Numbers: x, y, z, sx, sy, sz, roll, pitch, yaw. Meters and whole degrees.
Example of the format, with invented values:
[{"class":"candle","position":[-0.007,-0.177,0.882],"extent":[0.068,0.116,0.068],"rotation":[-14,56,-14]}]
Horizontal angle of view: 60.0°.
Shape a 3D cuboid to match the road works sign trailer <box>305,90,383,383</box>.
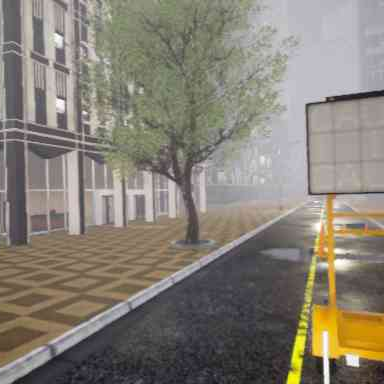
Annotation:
[{"class":"road works sign trailer","position":[2.858,0.414,4.518],"extent":[2.380,3.560,2.880],"rotation":[-2,0,22]}]
